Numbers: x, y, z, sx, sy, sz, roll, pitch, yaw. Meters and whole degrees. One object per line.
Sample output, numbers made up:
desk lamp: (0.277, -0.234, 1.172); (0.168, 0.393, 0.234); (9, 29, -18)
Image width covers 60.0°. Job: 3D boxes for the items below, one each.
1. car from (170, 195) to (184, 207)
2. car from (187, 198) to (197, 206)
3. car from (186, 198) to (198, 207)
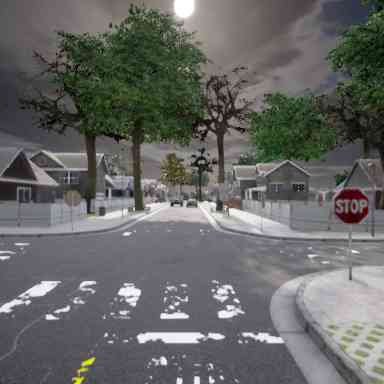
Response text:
car: (-2.743, 1.597, 60.994); (2.150, 2.045, 5.566); (0, -1, 0)
car: (0.009, 1.942, 66.023); (1.837, 1.490, 4.892); (0, -1, 0)
car: (0.009, 1.843, 55.985); (1.812, 1.442, 4.674); (0, -1, 0)
